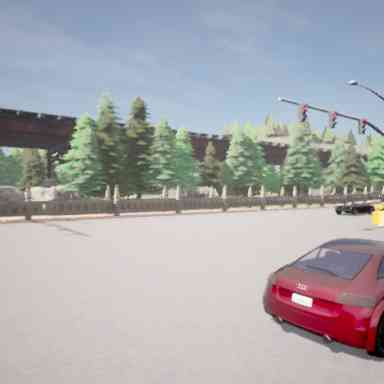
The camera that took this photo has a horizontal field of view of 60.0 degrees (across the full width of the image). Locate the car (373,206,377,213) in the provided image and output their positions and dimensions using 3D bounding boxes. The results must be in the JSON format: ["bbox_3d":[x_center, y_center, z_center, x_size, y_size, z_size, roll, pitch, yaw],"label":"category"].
[{"bbox_3d":[11.107,1.474,15.965,4.902,1.511,2.128,0,0,-35],"label":"car"}]

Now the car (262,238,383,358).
[{"bbox_3d":[3.252,1.558,6.063,4.181,1.385,1.994,0,0,-35],"label":"car"}]

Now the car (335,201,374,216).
[{"bbox_3d":[16.032,1.570,32.582,4.718,1.301,1.895,0,0,-35],"label":"car"}]
